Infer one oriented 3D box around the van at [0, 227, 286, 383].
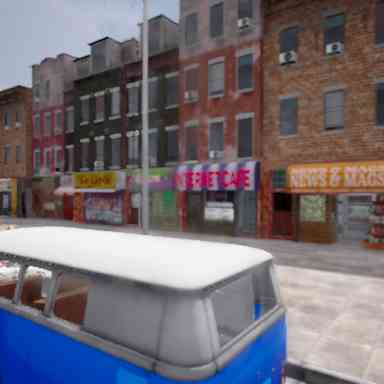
[{"bbox_3d":[-1.031,1.347,3.541,3.998,1.788,1.690,0,0,35],"label":"van"}]
